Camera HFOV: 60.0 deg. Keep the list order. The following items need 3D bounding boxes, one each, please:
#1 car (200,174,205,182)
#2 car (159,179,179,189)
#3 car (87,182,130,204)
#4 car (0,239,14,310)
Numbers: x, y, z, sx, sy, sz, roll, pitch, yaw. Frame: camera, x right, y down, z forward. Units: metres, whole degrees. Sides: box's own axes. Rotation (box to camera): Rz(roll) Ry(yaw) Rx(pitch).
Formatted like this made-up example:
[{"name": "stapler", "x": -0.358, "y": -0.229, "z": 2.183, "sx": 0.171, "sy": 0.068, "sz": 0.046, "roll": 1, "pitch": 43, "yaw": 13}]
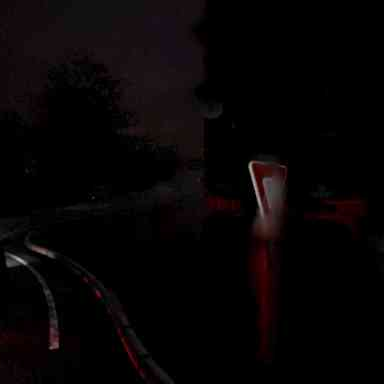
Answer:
[{"name": "car", "x": 2.760, "y": -2.920, "z": 68.355, "sx": 1.882, "sy": 1.535, "sz": 5.008, "roll": 0, "pitch": 5, "yaw": 5}, {"name": "car", "x": -3.522, "y": -1.322, "z": 52.512, "sx": 2.033, "sy": 1.411, "sz": 5.357, "roll": 0, "pitch": 5, "yaw": 15}, {"name": "car", "x": -8.967, "y": 0.002, "z": 36.142, "sx": 2.150, "sy": 2.045, "sz": 5.566, "roll": 0, "pitch": 5, "yaw": 21}, {"name": "car", "x": -5.101, "y": 1.547, "z": 7.244, "sx": 1.837, "sy": 1.490, "sz": 4.892, "roll": 0, "pitch": 0, "yaw": -31}]
